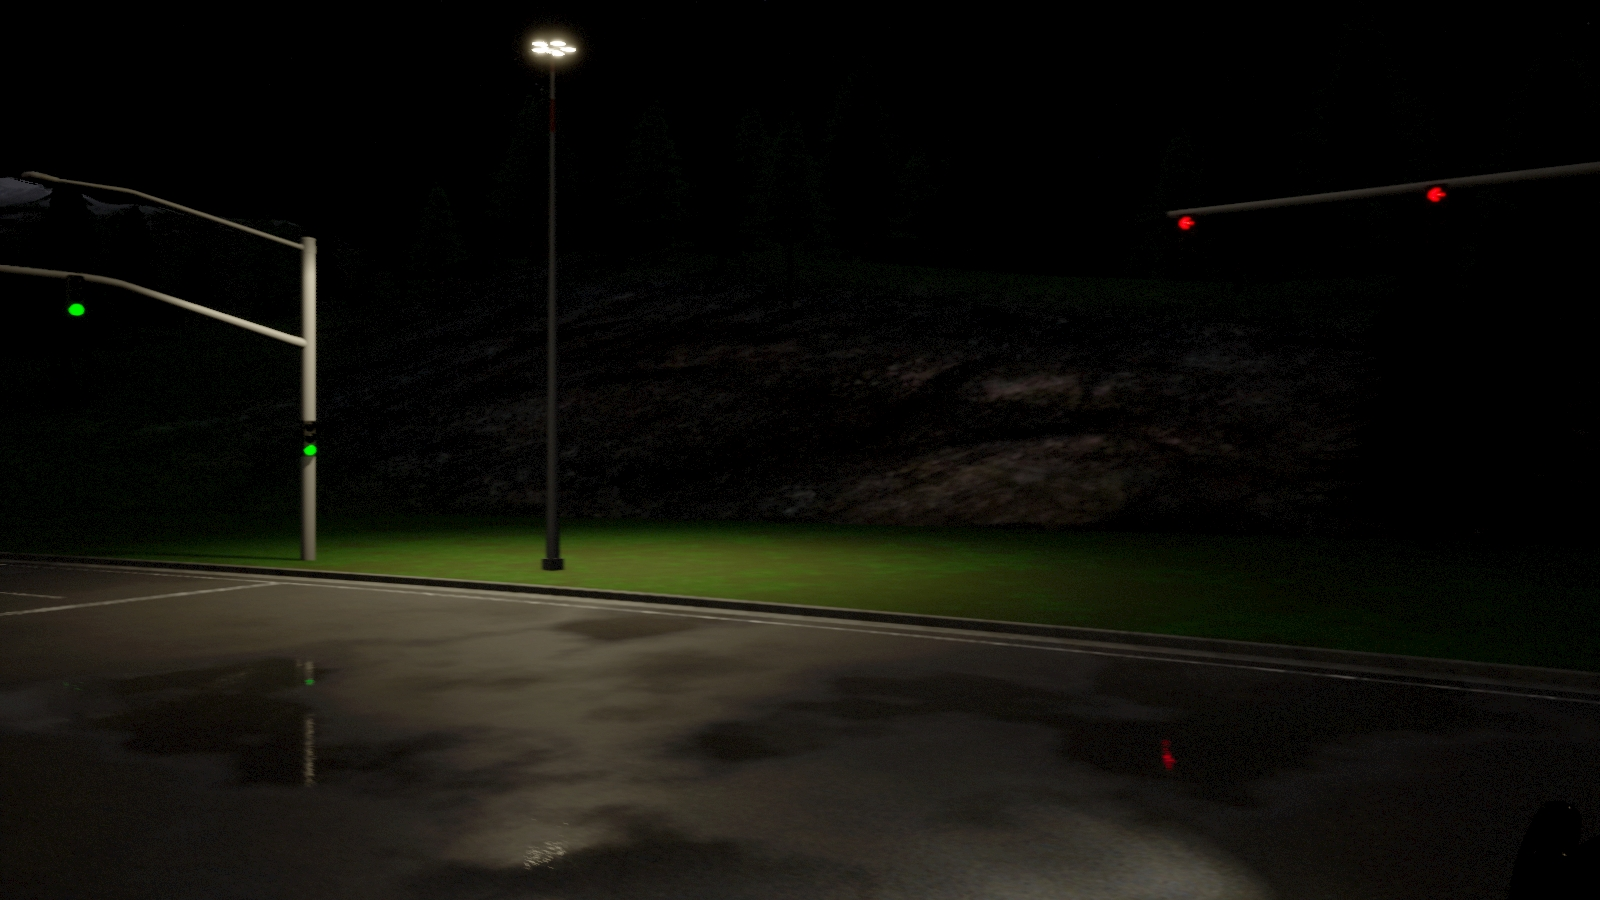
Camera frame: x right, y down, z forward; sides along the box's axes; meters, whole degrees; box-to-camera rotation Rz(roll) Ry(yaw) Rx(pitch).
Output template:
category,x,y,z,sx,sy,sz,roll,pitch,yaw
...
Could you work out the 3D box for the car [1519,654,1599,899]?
category,x,y,z,sx,sy,sz,roll,pitch,yaw
car,5.762,1.981,4.144,5.238,1.638,2.097,0,0,35
